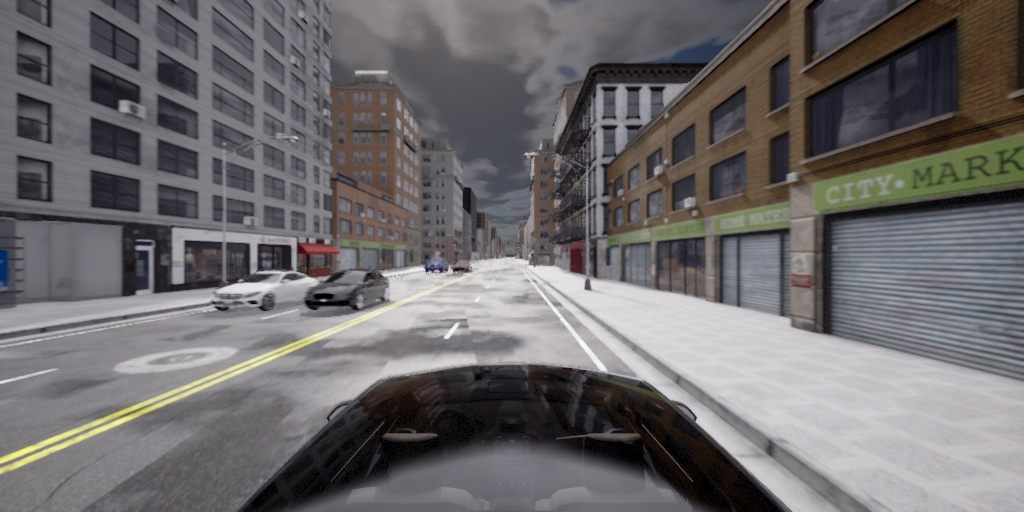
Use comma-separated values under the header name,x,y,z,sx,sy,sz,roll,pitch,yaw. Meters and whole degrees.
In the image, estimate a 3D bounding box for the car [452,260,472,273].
name,x,y,z,sx,sy,sz,roll,pitch,yaw
car,-6.584,1.304,47.539,2.097,1.767,4.553,0,0,0

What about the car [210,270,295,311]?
name,x,y,z,sx,sy,sz,roll,pitch,yaw
car,-9.859,1.329,14.794,1.812,1.442,4.674,0,0,0

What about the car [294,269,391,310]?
name,x,y,z,sx,sy,sz,roll,pitch,yaw
car,-6.598,1.309,14.969,1.837,1.490,4.892,0,0,0

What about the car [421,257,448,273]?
name,x,y,z,sx,sy,sz,roll,pitch,yaw
car,-9.843,1.170,47.101,2.150,2.045,5.566,0,0,0
